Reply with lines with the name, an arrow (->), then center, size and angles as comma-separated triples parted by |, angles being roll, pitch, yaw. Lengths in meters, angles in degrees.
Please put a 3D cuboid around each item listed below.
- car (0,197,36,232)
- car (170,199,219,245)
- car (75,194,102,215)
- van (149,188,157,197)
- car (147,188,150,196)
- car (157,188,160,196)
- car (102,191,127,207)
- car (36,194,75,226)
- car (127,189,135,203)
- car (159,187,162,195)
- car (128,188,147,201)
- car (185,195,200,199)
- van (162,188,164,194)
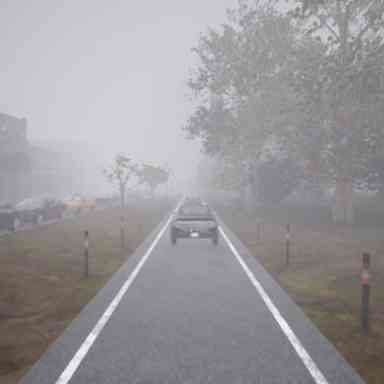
car -> -9.001, 1.120, 13.940 | 2.231, 1.521, 4.892 | 0, 1, 2
car -> 0.098, 1.289, 14.426 | 2.128, 1.511, 4.902 | 0, 1, 0
car -> -9.024, 0.929, 25.876 | 1.946, 1.575, 5.366 | 0, 1, 2
van -> -9.077, 0.112, 69.269 | 1.878, 1.987, 4.442 | 0, 1, 2
car -> -9.058, 0.522, 58.303 | 2.002, 1.452, 4.674 | 0, 1, 0
car -> -9.078, 0.240, 74.957 | 2.231, 1.521, 4.892 | 0, 0, -2
car -> -9.029, 0.783, 36.127 | 2.097, 1.535, 5.008 | 0, 1, 2
car -> -9.008, 1.038, 19.495 | 2.097, 1.535, 5.008 | 0, 0, 2
car -> -9.037, 0.692, 41.674 | 2.097, 1.535, 5.008 | 0, 1, 2
car -> -9.084, 0.197, 80.468 | 2.163, 1.488, 4.792 | 0, 0, -2
car -> -9.049, 0.334, 51.555 | 2.435, 2.045, 5.566 | 0, 1, 1
car -> 0.097, 1.012, 37.096 | 1.895, 1.301, 4.718 | 0, 1, 0
van -> -9.095, -0.145, 86.976 | 1.878, 1.987, 4.442 | 0, 0, -3
